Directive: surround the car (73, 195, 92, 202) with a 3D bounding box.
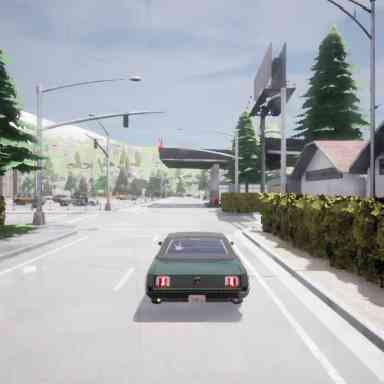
[{"bbox_3d":[-24.004,1.319,72.971,3.633,1.501,1.845,0,0,0],"label":"car"}]

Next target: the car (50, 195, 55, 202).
[{"bbox_3d":[-23.992,1.298,62.979,4.514,1.523,2.007,0,0,0],"label":"car"}]

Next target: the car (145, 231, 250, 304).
[{"bbox_3d":[0.099,1.601,8.088,1.895,1.301,4.718,0,0,0],"label":"car"}]

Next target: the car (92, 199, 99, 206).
[{"bbox_3d":[-16.158,1.361,50.602,3.806,1.475,1.970,0,0,0],"label":"car"}]

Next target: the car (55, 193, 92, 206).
[{"bbox_3d":[-16.751,1.077,47.274,3.866,1.878,1.905,0,0,0],"label":"car"}]

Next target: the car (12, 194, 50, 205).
[{"bbox_3d":[-24.637,1.097,50.518,4.605,1.855,1.932,0,0,0],"label":"car"}]

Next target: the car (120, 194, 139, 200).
[{"bbox_3d":[-16.463,1.339,87.995,4.514,1.523,2.007,0,0,0],"label":"car"}]

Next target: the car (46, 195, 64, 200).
[{"bbox_3d":[-35.060,1.384,84.905,3.806,1.475,1.970,0,0,0],"label":"car"}]

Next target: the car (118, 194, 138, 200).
[{"bbox_3d":[-16.394,1.330,84.859,5.027,1.636,2.152,0,0,0],"label":"car"}]
